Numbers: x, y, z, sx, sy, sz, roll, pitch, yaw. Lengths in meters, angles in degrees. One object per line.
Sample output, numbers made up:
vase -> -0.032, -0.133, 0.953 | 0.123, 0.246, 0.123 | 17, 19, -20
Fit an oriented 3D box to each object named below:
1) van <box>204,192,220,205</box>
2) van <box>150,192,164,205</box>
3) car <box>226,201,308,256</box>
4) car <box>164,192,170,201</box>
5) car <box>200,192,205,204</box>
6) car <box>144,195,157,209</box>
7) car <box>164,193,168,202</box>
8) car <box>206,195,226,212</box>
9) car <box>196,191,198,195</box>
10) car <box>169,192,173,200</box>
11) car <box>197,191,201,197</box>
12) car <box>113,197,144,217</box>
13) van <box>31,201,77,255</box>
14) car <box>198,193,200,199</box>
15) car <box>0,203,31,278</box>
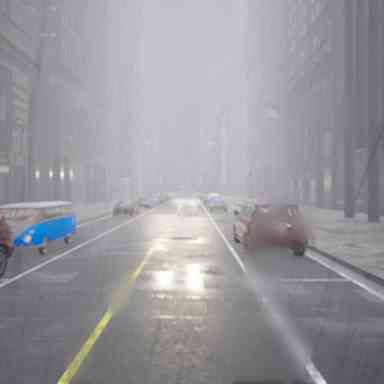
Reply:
van -> 2.761, 1.116, 40.800 | 1.690, 1.788, 3.998 | 0, 0, 0
van -> -5.763, 1.060, 52.061 | 1.690, 1.788, 3.998 | 0, 0, 0
car -> 2.761, 1.241, 12.619 | 2.192, 1.841, 5.009 | 0, 0, 0
car -> -5.762, 1.227, 63.336 | 1.947, 1.339, 4.313 | 0, 0, 0
car -> 2.762, 1.158, 52.073 | 1.967, 1.590, 4.097 | 0, 0, 0
car -> -5.763, 1.342, 40.789 | 1.947, 1.339, 4.313 | 0, 0, 0
car -> -5.762, 1.256, 57.699 | 1.947, 1.339, 4.313 | 0, 0, 0
car -> 2.762, 1.328, 35.335 | 1.752, 1.417, 4.829 | 0, 0, 0
car -> 2.763, 0.861, 85.890 | 2.192, 1.841, 5.009 | 0, 0, 0
car -> -5.763, 0.948, 68.971 | 2.192, 1.841, 5.009 | 0, 0, 0
car -> 2.763, 1.043, 74.617 | 1.967, 1.590, 4.097 | 0, 0, 0
car -> -5.763, 1.379, 29.516 | 1.887, 1.381, 4.507 | 0, 0, 0
van -> -5.764, 1.268, 12.604 | 1.690, 1.788, 3.998 | 0, 0, 0
car -> 2.763, 1.211, 63.346 | 2.008, 1.369, 4.403 | 0, 0, 0
car -> -5.764, 1.274, 6.968 | 2.192, 1.841, 5.009 | 0, 0, 0
